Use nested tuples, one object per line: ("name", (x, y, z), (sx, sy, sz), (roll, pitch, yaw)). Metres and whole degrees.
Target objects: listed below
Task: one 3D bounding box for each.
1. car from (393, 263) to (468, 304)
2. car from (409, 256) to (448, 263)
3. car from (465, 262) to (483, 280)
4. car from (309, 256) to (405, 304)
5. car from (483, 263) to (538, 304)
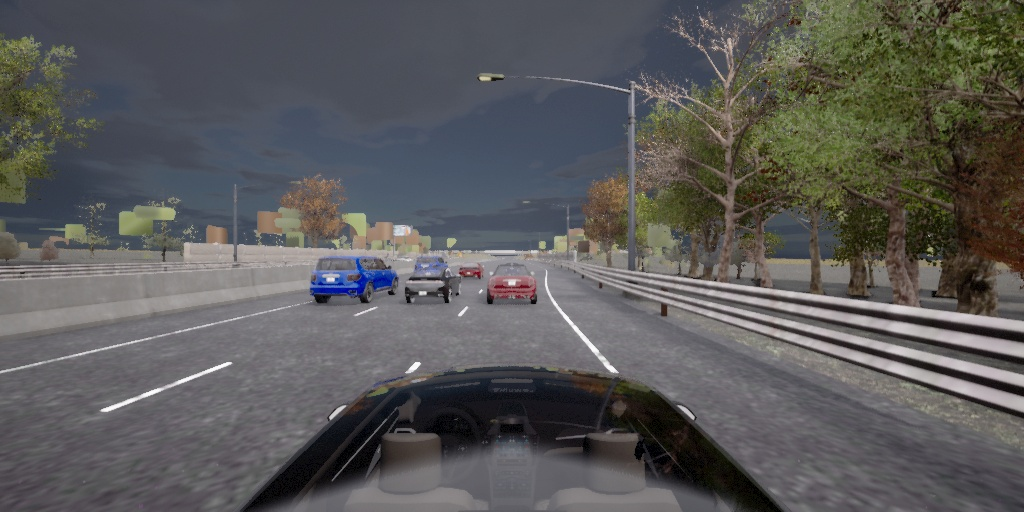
("car", (-3.500, 1.245, 16.501), (2.128, 1.511, 4.902), (0, 0, 0))
("car", (-7.000, 1.017, 31.532), (2.150, 2.045, 5.566), (0, 0, 0))
("car", (-3.500, 1.244, 31.501), (1.882, 1.535, 5.008), (0, 0, 0))
("car", (-7.000, 1.008, 16.531), (2.150, 2.045, 5.566), (0, 0, 0))
("car", (0.000, 1.116, 16.471), (2.097, 1.767, 4.553), (0, 0, 0))
